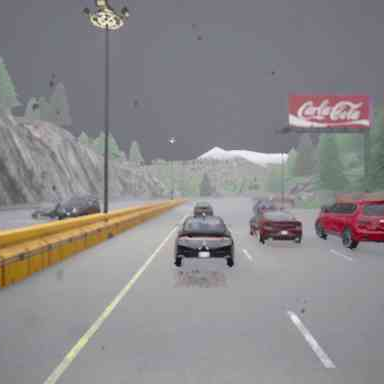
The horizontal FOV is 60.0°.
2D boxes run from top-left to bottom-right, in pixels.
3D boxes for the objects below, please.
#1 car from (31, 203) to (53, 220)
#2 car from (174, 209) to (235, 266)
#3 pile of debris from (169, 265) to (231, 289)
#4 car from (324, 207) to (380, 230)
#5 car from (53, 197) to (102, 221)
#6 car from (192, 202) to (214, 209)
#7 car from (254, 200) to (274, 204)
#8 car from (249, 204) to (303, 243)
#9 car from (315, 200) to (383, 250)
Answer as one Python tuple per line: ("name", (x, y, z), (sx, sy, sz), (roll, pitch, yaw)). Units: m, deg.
("car", (-13.068, 1.724, 30.949), (1.812, 1.442, 4.674), (0, -1, 2))
("car", (0.433, 1.587, 11.934), (2.128, 1.511, 4.902), (0, 0, 2))
("pile of debris", (0.215, 2.247, 8.919), (1.500, 0.140, 1.860), (0, 0, 2))
("car", (11.332, 1.829, 23.991), (1.895, 1.301, 4.718), (0, 0, 2))
("car", (-9.646, 1.418, 29.071), (2.150, 2.045, 5.566), (0, -1, 2))
("car", (1.110, 1.767, 32.597), (1.837, 1.490, 4.892), (0, 0, 2))
("car", (8.297, 1.680, 38.205), (2.097, 1.767, 4.553), (0, -1, 2))
("car", (4.096, 1.625, 16.912), (1.882, 1.535, 5.008), (0, 0, 2))
("car", (7.541, 1.369, 15.260), (2.150, 2.045, 5.566), (0, 0, 2))
